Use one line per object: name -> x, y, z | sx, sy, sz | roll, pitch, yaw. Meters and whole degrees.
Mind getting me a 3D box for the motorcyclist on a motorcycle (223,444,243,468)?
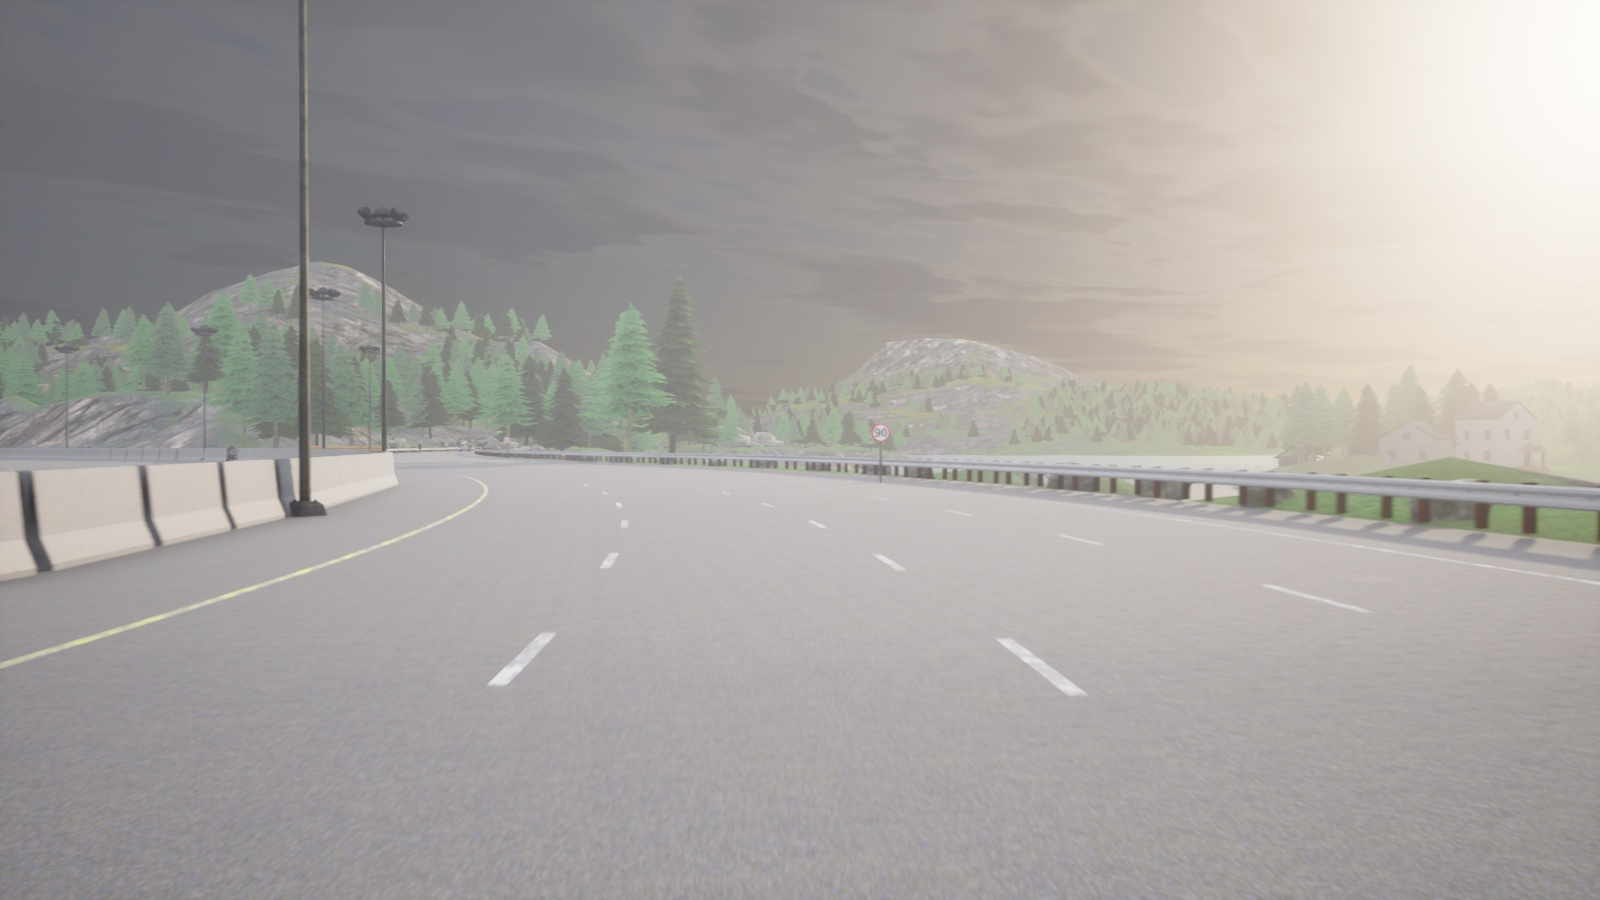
motorcyclist on a motorcycle -> -37.351, 0.370, 82.675 | 0.866, 1.530, 2.191 | -1, 1, -32
